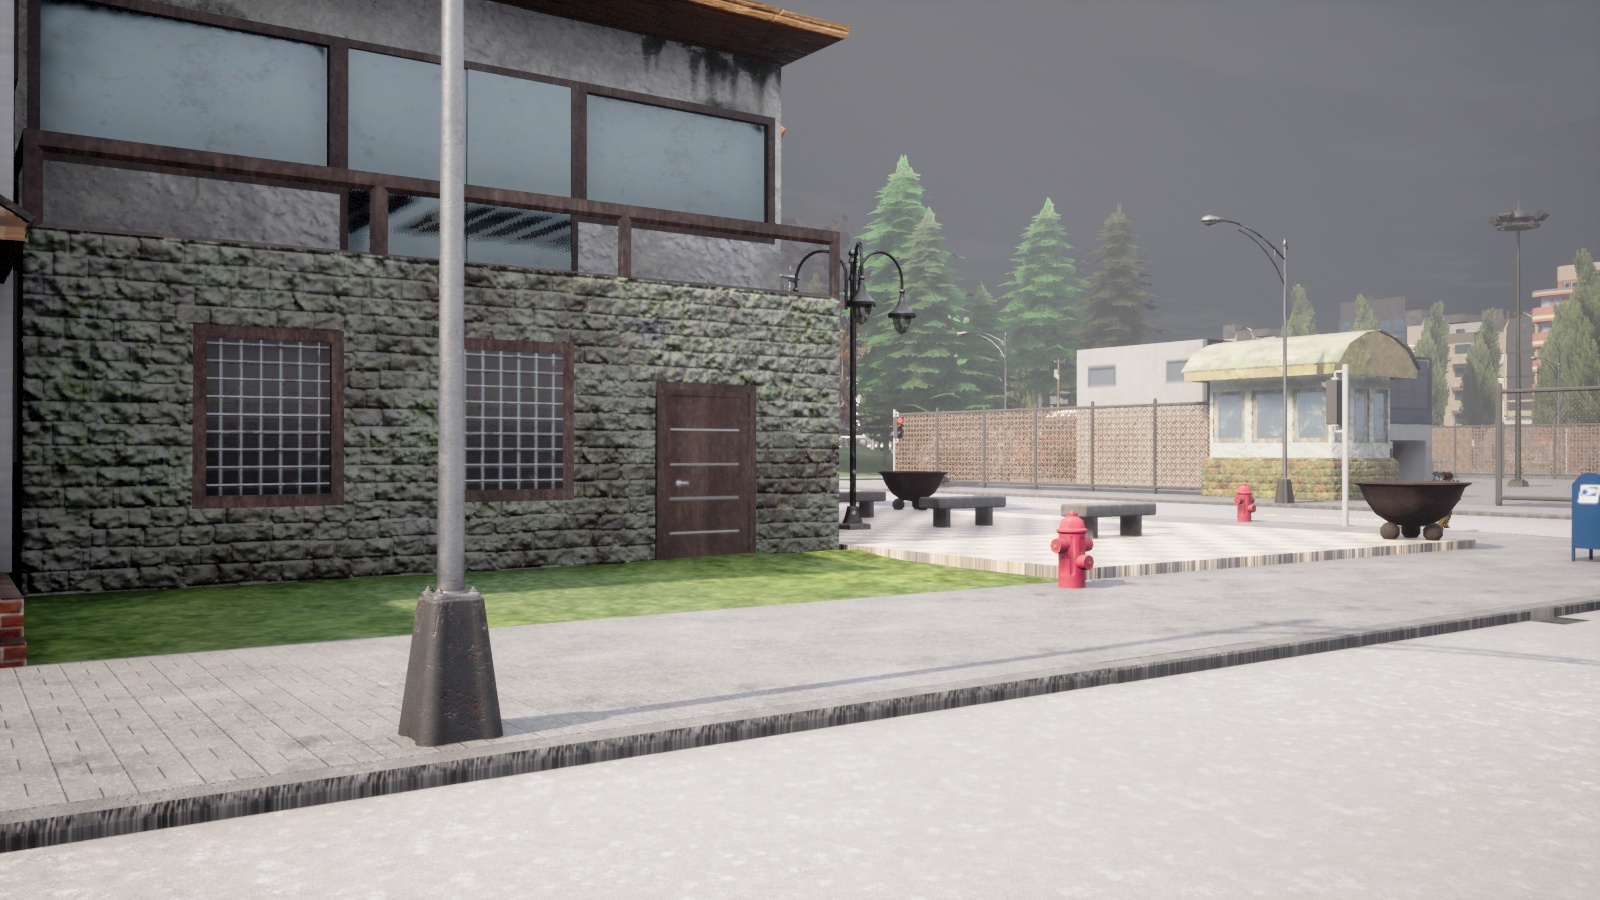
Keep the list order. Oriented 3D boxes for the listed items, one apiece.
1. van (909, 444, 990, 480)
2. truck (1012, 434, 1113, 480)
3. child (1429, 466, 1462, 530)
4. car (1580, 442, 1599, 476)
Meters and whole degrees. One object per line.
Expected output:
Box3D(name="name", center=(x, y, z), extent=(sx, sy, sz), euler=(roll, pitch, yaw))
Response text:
Box3D(name="van", center=(8.378, 0.653, 70.181), extent=(4.442, 1.987, 1.775), euler=(0, 0, -35))
Box3D(name="truck", center=(14.577, 0.397, 69.614), extent=(5.204, 2.467, 2.627), euler=(0, 0, -35))
Box3D(name="child", center=(12.244, 0.906, 23.822), extent=(0.448, 1.192, 0.343), euler=(0, 0, -16))
Box3D(name="car", center=(49.202, 0.539, 73.557), extent=(2.150, 2.045, 5.566), euler=(0, 0, -34))
